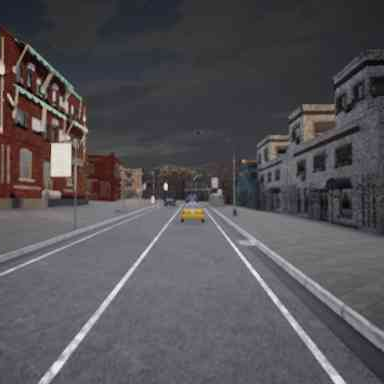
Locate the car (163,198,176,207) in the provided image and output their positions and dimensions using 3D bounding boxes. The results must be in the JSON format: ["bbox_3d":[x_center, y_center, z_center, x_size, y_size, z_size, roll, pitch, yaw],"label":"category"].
[{"bbox_3d":[-3.548,1.655,53.487,2.033,1.411,5.357,0,0,0],"label":"car"}]

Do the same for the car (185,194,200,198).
[{"bbox_3d":[0.021,1.331,53.161,2.150,2.045,5.566,0,0,0],"label":"car"}]

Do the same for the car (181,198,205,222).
[{"bbox_3d":[0.065,1.510,26.854,1.801,1.575,5.366,0,0,0],"label":"car"}]
